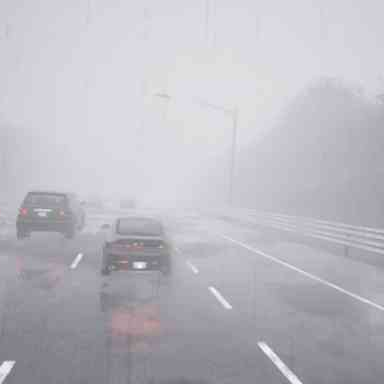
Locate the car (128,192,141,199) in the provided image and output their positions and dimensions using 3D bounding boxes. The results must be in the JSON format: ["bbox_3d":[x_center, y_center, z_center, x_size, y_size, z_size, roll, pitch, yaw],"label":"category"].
[{"bbox_3d":[-11.708,1.357,66.359,1.994,1.385,4.181,4,0,-7],"label":"car"}]

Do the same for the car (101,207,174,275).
[{"bbox_3d":[-1.721,1.479,10.302,1.837,1.490,4.892,4,0,-12],"label":"car"}]

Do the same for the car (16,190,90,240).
[{"bbox_3d":[-6.342,0.946,15.516,2.150,2.045,5.566,4,0,-12],"label":"car"}]

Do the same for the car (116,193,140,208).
[{"bbox_3d":[-7.635,1.326,39.701,2.128,1.511,4.902,4,0,-10],"label":"car"}]

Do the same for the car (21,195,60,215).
[{"bbox_3d":[-12.385,1.008,27.471,1.994,1.385,4.181,4,0,-11],"label":"car"}]

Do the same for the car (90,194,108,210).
[{"bbox_3d":[-10.533,1.227,36.040,1.895,1.301,4.718,4,0,-11],"label":"car"}]

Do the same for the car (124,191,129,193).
[{"bbox_3d":[-17.725,0.859,92.614,2.150,2.045,5.566,4,0,-4],"label":"car"}]

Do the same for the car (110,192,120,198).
[{"bbox_3d":[-21.190,0.916,91.872,1.837,1.490,4.892,4,0,-4],"label":"car"}]

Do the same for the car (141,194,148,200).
[{"bbox_3d":[-14.281,1.352,93.307,1.837,1.490,4.892,4,0,-3],"label":"car"}]

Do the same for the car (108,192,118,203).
[{"bbox_3d":[-14.240,1.124,58.713,2.033,1.411,5.357,4,0,-8],"label":"car"}]
